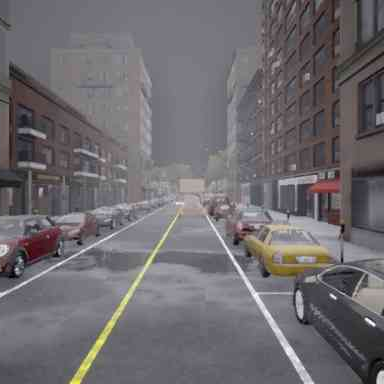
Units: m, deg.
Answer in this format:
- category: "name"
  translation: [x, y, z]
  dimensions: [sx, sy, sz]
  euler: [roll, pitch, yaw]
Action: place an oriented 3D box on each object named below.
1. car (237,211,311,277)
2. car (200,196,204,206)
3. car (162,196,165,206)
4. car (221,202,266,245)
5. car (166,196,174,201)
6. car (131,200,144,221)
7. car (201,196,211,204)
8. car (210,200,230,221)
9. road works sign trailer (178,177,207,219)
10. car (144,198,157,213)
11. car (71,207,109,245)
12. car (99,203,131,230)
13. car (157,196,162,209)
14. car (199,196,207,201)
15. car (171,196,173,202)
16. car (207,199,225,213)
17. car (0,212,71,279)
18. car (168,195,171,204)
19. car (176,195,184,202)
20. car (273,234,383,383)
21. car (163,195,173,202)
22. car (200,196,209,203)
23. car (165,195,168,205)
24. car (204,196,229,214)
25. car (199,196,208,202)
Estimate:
- category: "car"
  translation: [2.638, 1.525, 10.008]
  dimensions: [1.752, 1.417, 4.829]
  euler: [0, 0, 0]
- category: "car"
  translation: [2.638, 1.581, 53.985]
  dimensions: [1.802, 1.307, 4.206]
  euler: [0, 0, 0]
- category: "car"
  translation: [-5.387, 1.543, 48.462]
  dimensions: [1.887, 1.381, 4.507]
  euler: [0, 0, 0]
- category: "car"
  translation: [2.638, 1.440, 15.356]
  dimensions: [1.967, 1.590, 4.097]
  euler: [0, 0, 0]
- category: "car"
  translation: [-5.388, 1.597, 81.575]
  dimensions: [1.802, 1.307, 4.206]
  euler: [0, 0, 0]
- category: "car"
  translation: [-5.387, 1.550, 26.386]
  dimensions: [2.008, 1.369, 4.403]
  euler: [0, 0, 0]
- category: "car"
  translation: [2.637, 1.529, 65.192]
  dimensions: [1.752, 1.417, 4.829]
  euler: [0, 0, 0]
- category: "car"
  translation: [2.638, 1.581, 26.393]
  dimensions: [1.802, 1.307, 4.206]
  euler: [0, 0, 0]
- category: "road works sign trailer"
  translation: [0.000, 0.463, 29.279]
  dimensions: [2.380, 3.560, 2.880]
  euler: [0, 0, 0]
- category: "car"
  translation: [-5.387, 1.581, 37.424]
  dimensions: [1.802, 1.307, 4.206]
  euler: [0, 0, 0]
- category: "car"
  translation: [-5.387, 1.581, 15.349]
  dimensions: [1.802, 1.307, 4.206]
  euler: [0, 0, 0]
- category: "car"
  translation: [-5.387, 1.550, 20.868]
  dimensions: [2.008, 1.369, 4.403]
  euler: [0, 0, 0]
- category: "car"
  translation: [-5.387, 1.549, 42.943]
  dimensions: [2.008, 1.369, 4.403]
  euler: [0, 0, 0]
- category: "car"
  translation: [2.637, 1.581, 81.576]
  dimensions: [1.947, 1.339, 4.313]
  euler: [0, 0, 0]
- category: "car"
  translation: [-5.388, 1.443, 65.018]
  dimensions: [1.967, 1.590, 4.097]
  euler: [0, 0, 0]
- category: "car"
  translation: [2.634, 1.524, 37.598]
  dimensions: [1.752, 1.417, 4.829]
  euler: [0, 0, 0]
- category: "car"
  translation: [-5.387, 1.440, 9.830]
  dimensions: [1.967, 1.590, 4.097]
  euler: [0, 0, 0]
- category: "car"
  translation: [-5.387, 1.551, 59.499]
  dimensions: [2.008, 1.369, 4.403]
  euler: [0, 0, 0]
- category: "car"
  translation: [-2.750, 1.495, 75.958]
  dimensions: [2.128, 1.511, 4.902]
  euler: [0, 0, 0]
- category: "car"
  translation: [2.638, 1.550, 4.320]
  dimensions: [2.008, 1.369, 4.403]
  euler: [0, 0, 0]
- category: "car"
  translation: [-5.388, 1.451, 76.056]
  dimensions: [1.967, 1.590, 4.097]
  euler: [0, 0, 0]
- category: "car"
  translation: [2.637, 1.552, 70.540]
  dimensions: [1.887, 1.381, 4.507]
  euler: [0, 0, 0]
- category: "car"
  translation: [-5.387, 1.565, 53.981]
  dimensions: [1.947, 1.339, 4.313]
  euler: [0, 0, 0]
- category: "car"
  translation: [2.638, 1.314, 31.912]
  dimensions: [2.192, 1.841, 5.009]
  euler: [0, 0, 0]
- category: "car"
  translation: [2.637, 1.593, 76.058]
  dimensions: [1.802, 1.307, 4.206]
  euler: [0, 0, 0]
